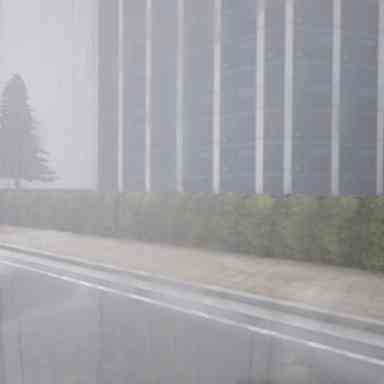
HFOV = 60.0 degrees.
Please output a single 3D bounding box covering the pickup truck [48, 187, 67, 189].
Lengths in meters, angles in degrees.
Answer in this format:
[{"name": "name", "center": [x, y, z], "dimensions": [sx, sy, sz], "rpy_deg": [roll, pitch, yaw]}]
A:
[{"name": "pickup truck", "center": [-27.896, -0.087, 69.743], "dimensions": [6.274, 2.098, 2.390], "rpy_deg": [0, 1, -25]}]
